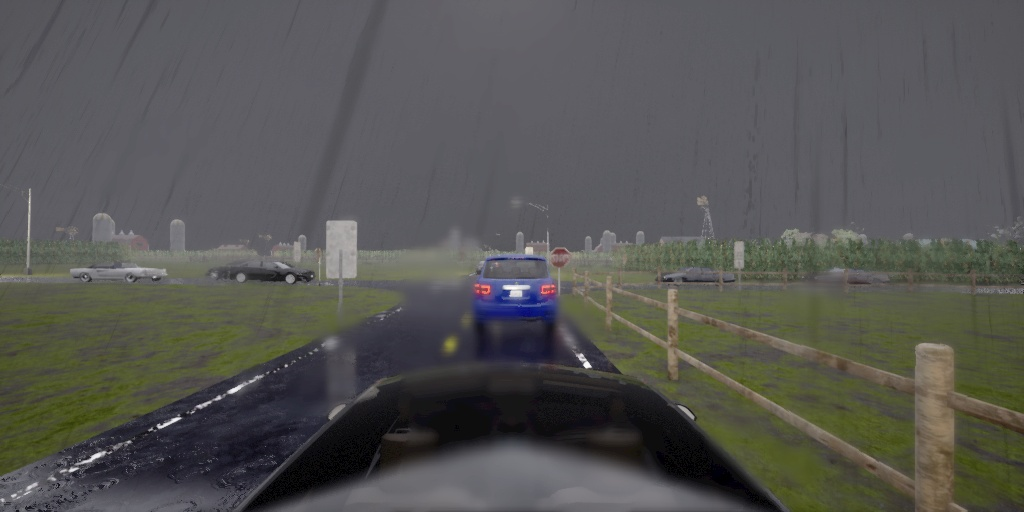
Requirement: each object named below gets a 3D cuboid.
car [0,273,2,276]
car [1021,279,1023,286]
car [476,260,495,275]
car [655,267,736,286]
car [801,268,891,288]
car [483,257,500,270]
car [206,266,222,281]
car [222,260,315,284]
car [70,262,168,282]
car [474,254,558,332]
[{"bbox_3d":[-37.651,0.890,23.822,5.357,1.411,2.033,1,-1,0],"label":"car"},{"bbox_3d":[41.567,1.826,26.592,5.357,1.411,2.033,1,-1,0],"label":"car"},{"bbox_3d":[-2.910,1.244,40.144,1.837,1.490,4.892,0,0,0],"label":"car"},{"bbox_3d":[13.577,1.488,26.655,5.357,1.411,2.033,1,-1,-1],"label":"car"},{"bbox_3d":[24.774,1.621,26.656,5.357,1.411,2.033,1,-1,0],"label":"car"},{"bbox_3d":[-2.908,1.079,51.036,2.097,1.767,4.553,0,0,0],"label":"car"},{"bbox_3d":[-19.929,1.070,26.719,4.892,1.490,1.837,1,-1,0],"label":"car"},{"bbox_3d":[-15.788,1.047,23.803,5.008,1.535,1.882,1,-1,-1],"label":"car"},{"bbox_3d":[-25.919,1.062,23.796,4.718,1.301,1.895,1,-1,0],"label":"car"},{"bbox_3d":[0.060,0.973,11.048,2.150,2.045,5.566,0,0,-1],"label":"car"}]
